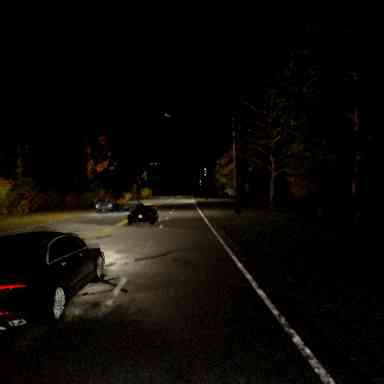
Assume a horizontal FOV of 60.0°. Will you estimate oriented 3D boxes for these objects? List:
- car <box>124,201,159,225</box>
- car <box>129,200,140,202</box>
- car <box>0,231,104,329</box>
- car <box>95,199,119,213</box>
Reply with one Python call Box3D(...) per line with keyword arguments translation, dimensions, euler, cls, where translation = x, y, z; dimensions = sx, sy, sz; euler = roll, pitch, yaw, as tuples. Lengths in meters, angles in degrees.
Box3D(translation=(-3.658, 1.678, 25.335), dimensions=(1.994, 1.385, 4.181), euler=(-2, 0, -1), cls="car")
Box3D(translation=(-7.313, 1.754, 42.419), dimensions=(2.033, 1.411, 5.357), euler=(-2, 0, -1), cls="car")
Box3D(translation=(-3.278, 1.599, 7.195), dimensions=(1.837, 1.490, 4.892), euler=(-2, 0, -1), cls="car")
Box3D(translation=(-10.564, 1.644, 41.688), dimensions=(2.097, 1.767, 4.553), euler=(-2, 0, -1), cls="car")
